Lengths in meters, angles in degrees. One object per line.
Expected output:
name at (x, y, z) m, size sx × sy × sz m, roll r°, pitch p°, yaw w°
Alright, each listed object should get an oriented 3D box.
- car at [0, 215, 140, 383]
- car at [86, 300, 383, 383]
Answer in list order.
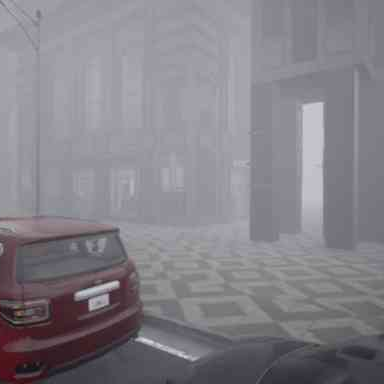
car at (-2.980, 1.292, 5.077) m, size 5.009 × 1.841 × 2.192 m, roll 0°, pitch 0°, yaw 35°
car at (1.613, 1.568, 1.811) m, size 4.313 × 1.339 × 1.947 m, roll 0°, pitch 0°, yaw 35°
